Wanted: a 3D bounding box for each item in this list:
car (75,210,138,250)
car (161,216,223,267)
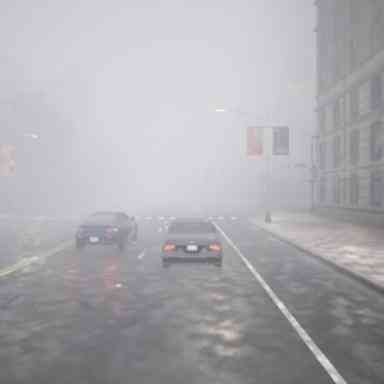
[{"bbox_3d":[-3.497,1.506,14.161,1.812,1.442,4.674,0,0,0],"label":"car"},{"bbox_3d":[0.007,1.532,11.363,2.033,1.411,5.357,0,0,0],"label":"car"}]
